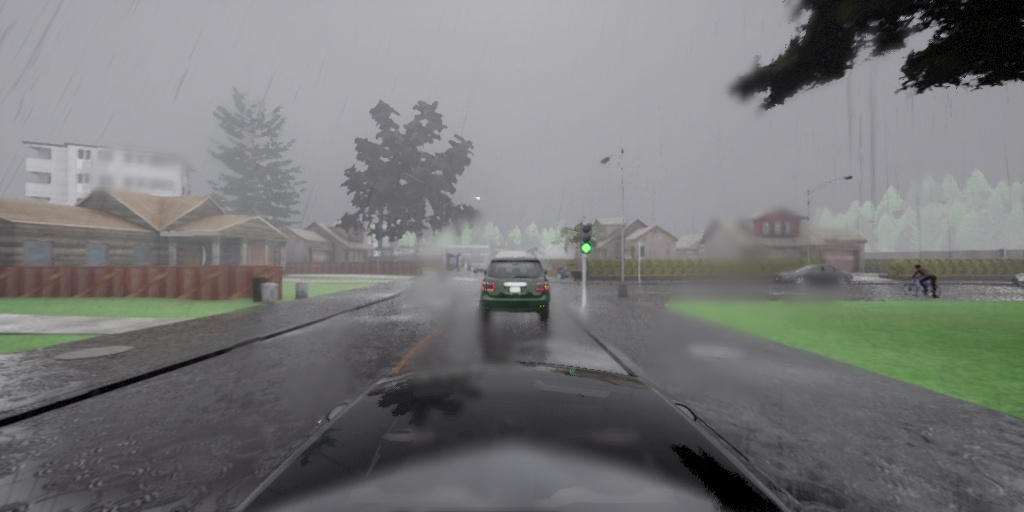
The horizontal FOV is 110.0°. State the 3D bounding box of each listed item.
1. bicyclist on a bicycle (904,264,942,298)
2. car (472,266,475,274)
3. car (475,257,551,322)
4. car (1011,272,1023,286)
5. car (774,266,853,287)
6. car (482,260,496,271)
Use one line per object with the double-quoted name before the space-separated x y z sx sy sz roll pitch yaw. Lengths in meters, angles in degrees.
"bicyclist on a bicycle" 20.274 1.240 17.749 0.582 1.620 1.656 0 -1 0
"car" -4.116 1.660 48.037 1.837 1.490 4.892 0 0 0
"car" 0.130 1.069 12.863 2.150 2.045 5.566 0 -1 1
"car" 39.480 1.497 26.031 4.902 1.511 2.128 0 -1 0
"car" 21.888 1.470 26.138 4.892 1.490 1.837 0 -1 0
"car" -4.086 1.642 63.276 2.097 1.767 4.553 0 -1 1
